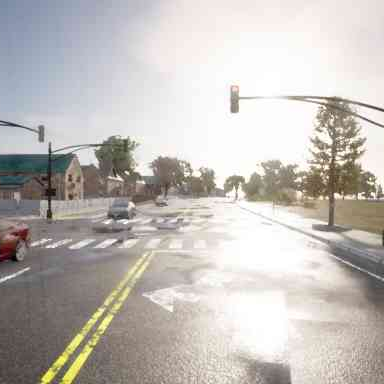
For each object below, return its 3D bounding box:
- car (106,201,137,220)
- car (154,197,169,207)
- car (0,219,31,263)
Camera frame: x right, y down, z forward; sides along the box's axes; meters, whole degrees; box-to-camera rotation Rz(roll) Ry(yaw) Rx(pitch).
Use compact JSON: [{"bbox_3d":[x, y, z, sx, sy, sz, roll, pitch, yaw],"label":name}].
[{"bbox_3d":[-6.030,1.596,29.039,1.837,1.490,4.892,0,0,2],"label":"car"},{"bbox_3d":[-4.898,1.625,53.990,1.812,1.442,4.674,0,0,3],"label":"car"},{"bbox_3d":[-6.442,1.488,9.300,1.882,1.535,5.008,0,0,1],"label":"car"}]
